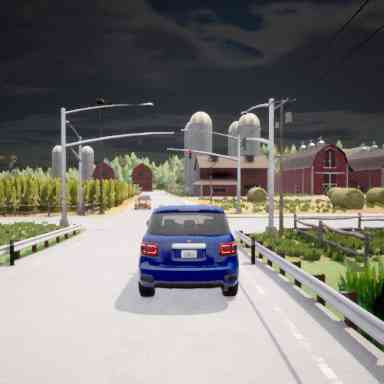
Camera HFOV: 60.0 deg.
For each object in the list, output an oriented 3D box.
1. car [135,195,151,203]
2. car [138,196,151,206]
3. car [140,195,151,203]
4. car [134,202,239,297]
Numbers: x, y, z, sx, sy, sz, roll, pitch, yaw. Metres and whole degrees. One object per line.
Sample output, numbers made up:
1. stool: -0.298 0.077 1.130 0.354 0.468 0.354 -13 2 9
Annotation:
1. car: -6.390 1.335 43.508 2.097 1.767 4.553 0 1 -7
2. car: -7.602 1.393 53.170 1.994 1.385 4.181 0 1 -8
3. car: -8.849 1.233 63.134 1.994 1.385 4.181 0 1 -7
4. car: -0.109 1.365 9.053 2.150 2.045 5.566 0 -2 -1
